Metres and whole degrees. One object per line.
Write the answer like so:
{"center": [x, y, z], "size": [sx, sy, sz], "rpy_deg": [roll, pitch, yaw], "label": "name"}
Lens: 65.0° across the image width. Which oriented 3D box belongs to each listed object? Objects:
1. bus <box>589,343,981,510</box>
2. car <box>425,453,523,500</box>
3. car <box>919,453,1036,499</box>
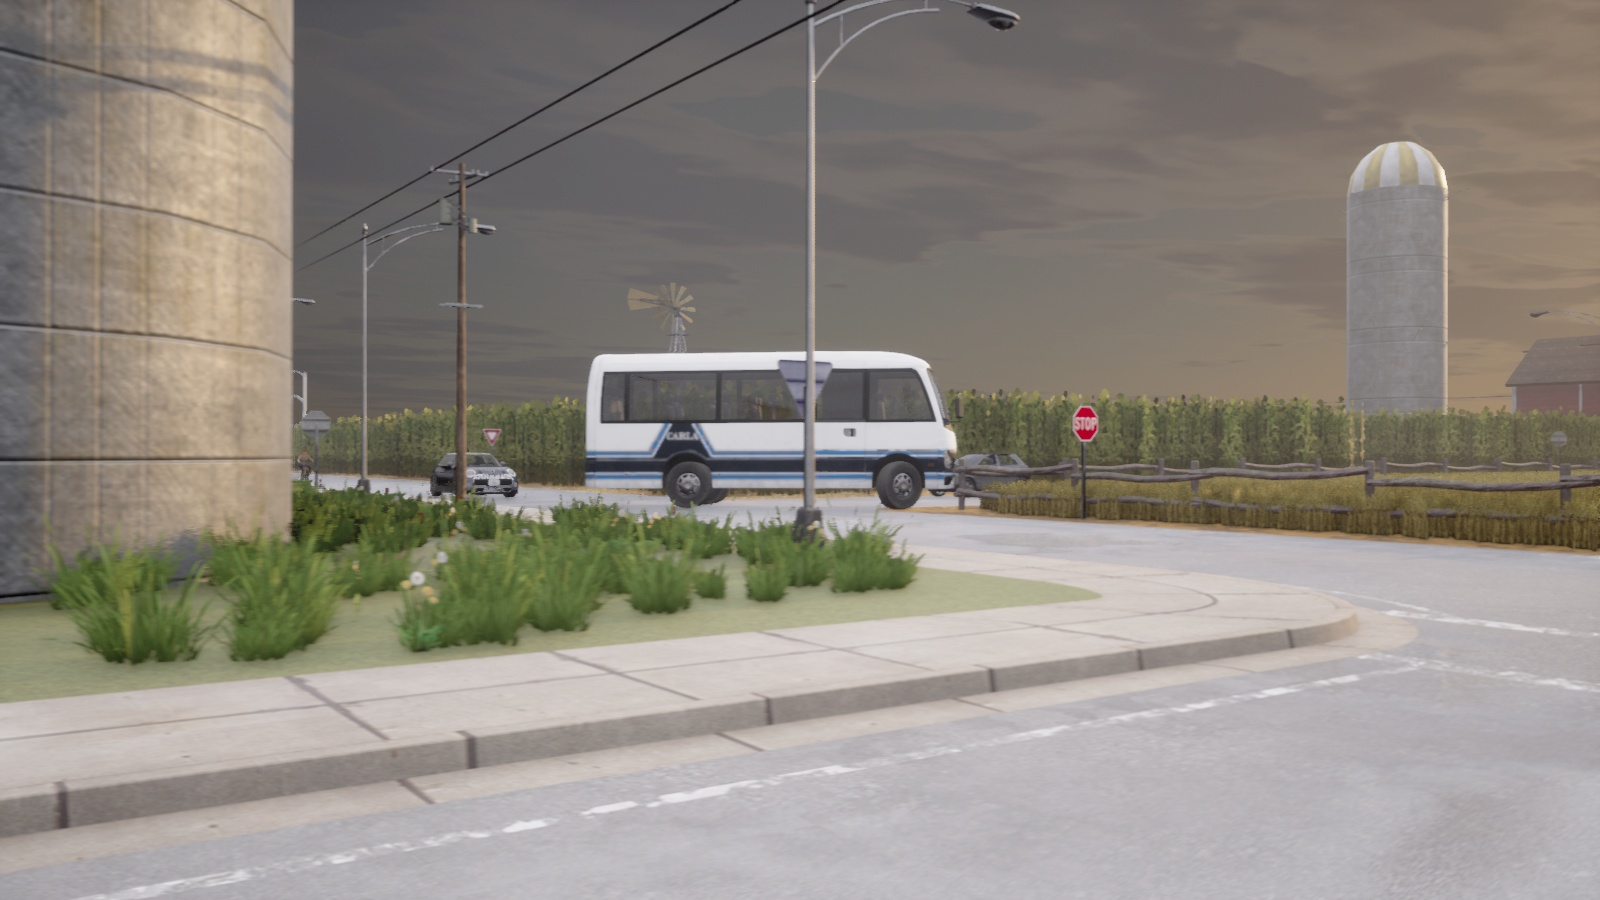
{"center": [-0.228, -0.561, 34.611], "size": [10.273, 4.253, 3.944], "rpy_deg": [0, 0, 8], "label": "bus"}
{"center": [-10.831, 0.830, 41.592], "size": [1.970, 1.475, 3.806], "rpy_deg": [0, 0, -34], "label": "car"}
{"center": [6.034, 0.841, 42.588], "size": [3.633, 1.501, 1.845], "rpy_deg": [0, 0, -34], "label": "car"}
